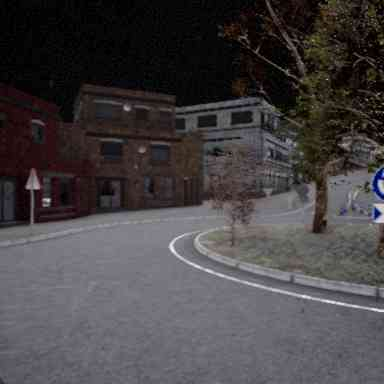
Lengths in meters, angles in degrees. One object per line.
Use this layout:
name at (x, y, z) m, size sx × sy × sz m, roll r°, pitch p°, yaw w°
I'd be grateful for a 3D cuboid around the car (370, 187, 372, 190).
car at (30.442, -0.957, 55.059) m, size 1.895 × 1.301 × 4.718 m, roll 0°, pitch 6°, yaw 34°
